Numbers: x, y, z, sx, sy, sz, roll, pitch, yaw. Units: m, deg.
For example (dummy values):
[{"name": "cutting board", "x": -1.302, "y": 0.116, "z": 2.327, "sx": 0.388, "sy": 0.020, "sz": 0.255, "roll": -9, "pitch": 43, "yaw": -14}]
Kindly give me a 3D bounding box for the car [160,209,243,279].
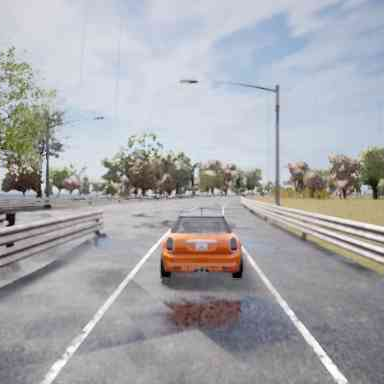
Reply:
[{"name": "car", "x": 0.289, "y": 1.332, "z": 10.183, "sx": 2.097, "sy": 1.767, "sz": 4.553, "roll": 0, "pitch": 0, "yaw": 1}]
